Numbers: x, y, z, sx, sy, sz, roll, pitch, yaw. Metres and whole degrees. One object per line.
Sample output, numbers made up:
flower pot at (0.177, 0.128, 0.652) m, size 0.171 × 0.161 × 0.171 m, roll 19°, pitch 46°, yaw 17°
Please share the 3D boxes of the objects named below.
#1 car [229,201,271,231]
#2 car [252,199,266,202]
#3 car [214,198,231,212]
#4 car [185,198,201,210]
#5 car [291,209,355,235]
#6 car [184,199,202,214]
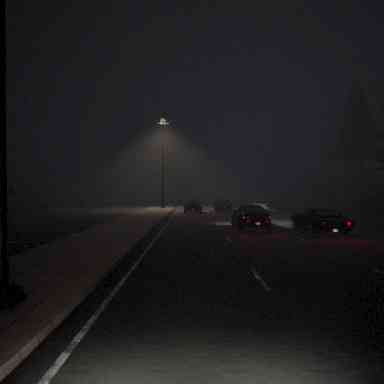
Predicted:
car at (3.603, 1.526, 20.457) m, size 1.812 × 1.442 × 4.674 m, roll 0°, pitch 0°, yaw 0°
car at (7.101, 1.526, 35.785) m, size 1.812 × 1.442 × 4.674 m, roll 0°, pitch 0°, yaw 0°
car at (3.607, 1.491, 38.853) m, size 2.128 × 1.511 × 4.902 m, roll 0°, pitch 0°, yaw 0°
car at (0.107, 1.564, 44.582) m, size 1.994 × 1.385 × 4.181 m, roll 0°, pitch 0°, yaw 0°
car at (7.104, 1.601, 18.668) m, size 1.895 × 1.301 × 4.718 m, roll 0°, pitch 0°, yaw 0°
car at (0.100, 1.526, 35.821) m, size 1.812 × 1.442 × 4.674 m, roll 0°, pitch 0°, yaw 0°
